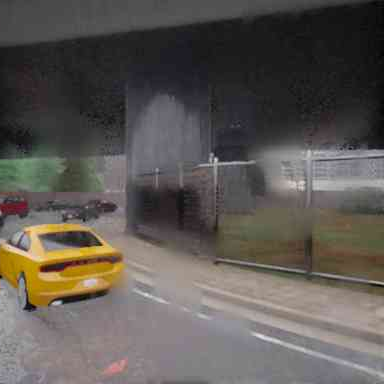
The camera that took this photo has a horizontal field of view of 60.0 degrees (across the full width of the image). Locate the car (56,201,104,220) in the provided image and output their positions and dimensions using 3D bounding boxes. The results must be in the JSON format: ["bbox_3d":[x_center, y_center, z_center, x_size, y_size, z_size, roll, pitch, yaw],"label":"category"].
[{"bbox_3d":[-9.148,1.696,27.559,1.812,1.442,4.674,0,-1,2],"label":"car"}]

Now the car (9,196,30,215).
[{"bbox_3d":[-16.239,1.344,28.452,2.150,2.045,5.566,0,-1,5],"label":"car"}]

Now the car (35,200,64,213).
[{"bbox_3d":[-17.271,1.730,41.240,1.837,1.490,4.892,0,0,15],"label":"car"}]

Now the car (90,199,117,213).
[{"bbox_3d":[-10.436,1.606,38.492,2.097,1.767,4.553,0,-1,13],"label":"car"}]

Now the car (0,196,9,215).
[{"bbox_3d":[-11.615,1.286,17.309,2.150,2.045,5.566,0,0,-15],"label":"car"}]

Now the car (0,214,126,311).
[{"bbox_3d":[-3.422,1.525,8.085,1.882,1.535,5.008,0,0,-39],"label":"car"}]
